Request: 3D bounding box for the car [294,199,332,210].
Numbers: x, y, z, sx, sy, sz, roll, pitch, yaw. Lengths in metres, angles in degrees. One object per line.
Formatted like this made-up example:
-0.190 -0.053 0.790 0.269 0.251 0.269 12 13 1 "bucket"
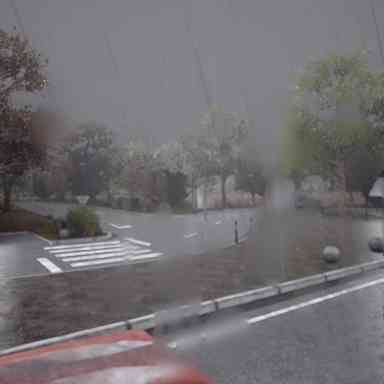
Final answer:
15.733 1.645 44.359 5.357 1.411 2.033 0 1 10 "car"
